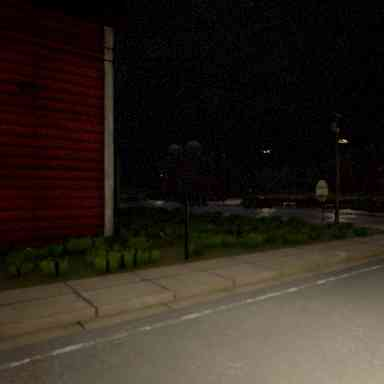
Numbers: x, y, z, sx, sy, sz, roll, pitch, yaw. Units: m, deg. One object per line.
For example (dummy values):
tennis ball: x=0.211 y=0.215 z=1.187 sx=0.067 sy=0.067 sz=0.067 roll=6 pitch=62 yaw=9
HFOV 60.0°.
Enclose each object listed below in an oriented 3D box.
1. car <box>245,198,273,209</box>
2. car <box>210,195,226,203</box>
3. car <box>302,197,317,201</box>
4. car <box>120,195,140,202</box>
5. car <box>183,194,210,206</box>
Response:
car: x=8.865 y=1.513 z=43.908 sx=4.193 sy=1.474 sz=1.816 roll=0 pitch=0 yaw=-36
car: x=5.133 y=1.321 z=70.505 sx=4.605 sy=1.855 sz=1.932 roll=0 pitch=0 yaw=-36
car: x=18.546 y=1.531 z=52.465 sx=3.905 sy=1.438 sz=1.784 roll=0 pitch=0 yaw=-36
car: x=-13.839 y=1.488 z=73.996 sx=4.611 sy=1.667 sz=2.242 roll=0 pitch=0 yaw=-36
car: x=0.449 y=1.320 z=54.456 sx=3.866 sy=1.878 sz=1.905 roll=0 pitch=0 yaw=-36
